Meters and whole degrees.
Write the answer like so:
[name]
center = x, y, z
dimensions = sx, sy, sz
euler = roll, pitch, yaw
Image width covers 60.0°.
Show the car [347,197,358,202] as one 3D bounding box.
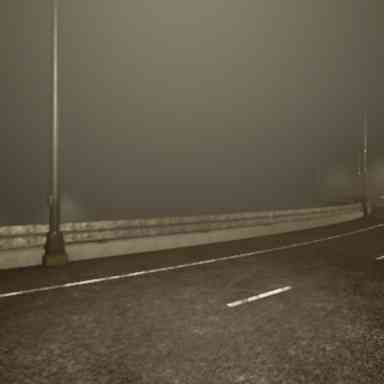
[car]
center = 39.845, 1.915, 81.924
dimensions = 1.837, 1.490, 4.892
euler = 0, 0, 5
